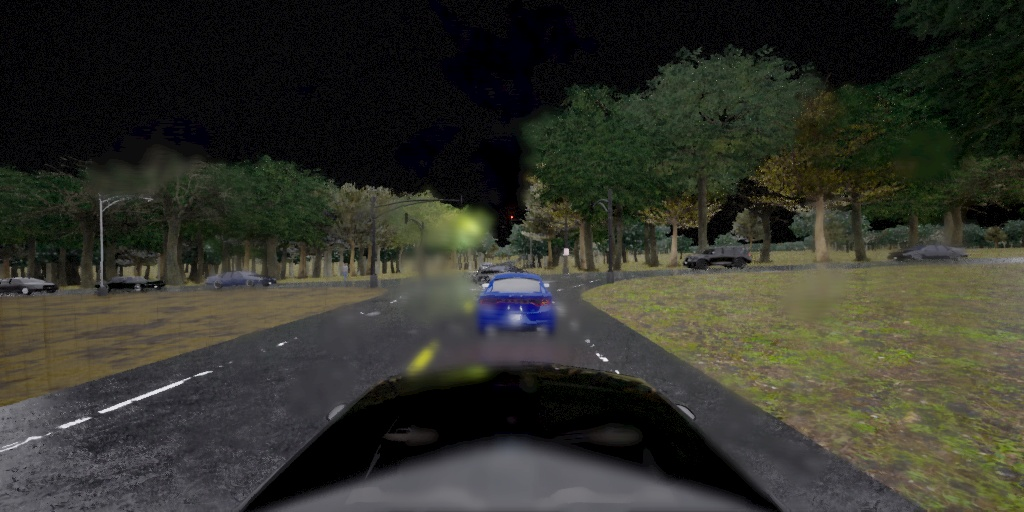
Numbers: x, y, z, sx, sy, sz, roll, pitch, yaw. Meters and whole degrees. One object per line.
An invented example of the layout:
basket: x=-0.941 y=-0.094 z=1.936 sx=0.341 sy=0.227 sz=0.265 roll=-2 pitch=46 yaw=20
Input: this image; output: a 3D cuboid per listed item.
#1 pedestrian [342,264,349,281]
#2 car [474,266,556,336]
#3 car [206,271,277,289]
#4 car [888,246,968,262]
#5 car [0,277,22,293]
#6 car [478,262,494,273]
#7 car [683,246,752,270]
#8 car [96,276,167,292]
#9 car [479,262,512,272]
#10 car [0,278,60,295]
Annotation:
pedestrian: x=-17.861 y=1.681 z=38.404 sx=0.375 sy=1.860 sz=0.375 roll=0 pitch=1 yaw=3
car: x=0.140 y=1.233 z=10.444 sx=1.882 sy=1.535 sz=5.008 roll=0 pitch=0 yaw=1
car: x=-23.426 y=2.049 z=31.078 sx=5.357 sy=1.411 sz=2.033 roll=-2 pitch=-1 yaw=6
car: x=37.171 y=-0.194 z=32.091 sx=5.357 sy=1.411 sz=2.033 roll=-2 pitch=-1 yaw=3
car: x=-53.076 y=2.980 z=36.131 sx=5.008 sy=1.535 sz=1.882 roll=-2 pitch=-1 yaw=2
car: x=-3.867 y=1.679 z=53.561 sx=2.128 sy=1.511 sz=4.902 roll=0 pitch=-1 yaw=-1
car: x=18.783 y=0.198 z=32.899 sx=5.566 sy=2.045 sz=2.150 roll=-2 pitch=-1 yaw=3
car: x=-33.348 y=2.439 z=31.511 sx=4.718 sy=1.301 sz=1.895 roll=-2 pitch=-1 yaw=3
car: x=-0.801 y=1.303 z=24.990 sx=1.994 sy=1.385 sz=4.181 roll=-1 pitch=1 yaw=34
car: x=-43.512 y=2.674 z=31.996 sx=4.892 sy=1.490 sz=1.837 roll=-2 pitch=-1 yaw=3
